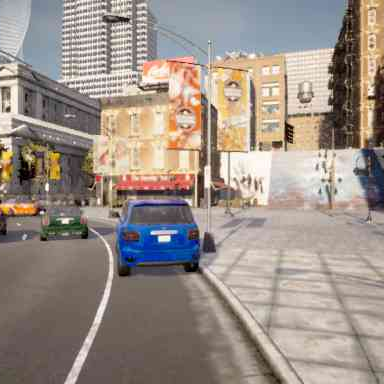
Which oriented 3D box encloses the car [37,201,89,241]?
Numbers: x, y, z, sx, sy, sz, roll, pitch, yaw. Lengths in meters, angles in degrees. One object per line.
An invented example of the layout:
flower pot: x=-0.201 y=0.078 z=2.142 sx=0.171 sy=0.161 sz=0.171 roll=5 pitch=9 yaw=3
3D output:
car: x=-6.570 y=1.359 z=16.918 sx=2.097 sy=1.767 sz=4.553 roll=0 pitch=0 yaw=-24

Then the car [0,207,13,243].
car: x=-9.794 y=1.606 z=15.554 sx=1.895 sy=1.301 sz=4.718 roll=0 pitch=0 yaw=-24

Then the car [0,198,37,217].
car: x=-16.104 y=1.348 z=30.711 sx=2.097 sy=1.767 sz=4.553 roll=0 pitch=0 yaw=-44

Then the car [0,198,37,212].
car: x=-20.128 y=1.496 z=38.354 sx=4.674 sy=1.452 sz=2.002 roll=0 pitch=0 yaw=37

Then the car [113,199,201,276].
car: x=-1.297 y=1.217 z=10.621 sx=2.150 sy=2.045 sz=5.566 roll=0 pitch=0 yaw=-14
